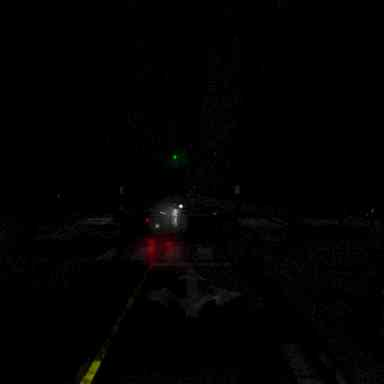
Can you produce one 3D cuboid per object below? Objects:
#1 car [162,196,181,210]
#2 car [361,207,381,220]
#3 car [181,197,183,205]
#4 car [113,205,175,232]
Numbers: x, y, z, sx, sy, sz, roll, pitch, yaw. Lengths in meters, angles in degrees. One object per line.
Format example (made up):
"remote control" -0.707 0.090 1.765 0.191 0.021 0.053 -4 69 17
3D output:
"car" -2.807 1.537 44.072 1.837 1.490 4.892 0 0 0
"car" 16.550 1.553 27.277 4.718 1.301 1.895 0 0 0
"car" -2.708 1.545 61.490 1.882 1.535 5.008 0 0 1
"car" -3.211 1.598 20.421 1.895 1.301 4.718 0 0 -35
